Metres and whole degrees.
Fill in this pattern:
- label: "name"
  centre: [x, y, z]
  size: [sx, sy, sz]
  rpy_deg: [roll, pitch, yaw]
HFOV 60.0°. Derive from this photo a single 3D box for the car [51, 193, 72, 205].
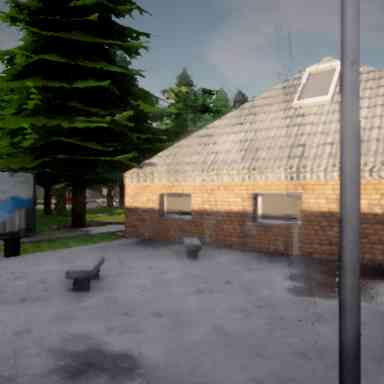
- label: "car"
  centre: [-21.173, 1.172, 56.569]
  size: [2.150, 2.045, 5.566]
  rpy_deg: [0, 0, 35]
